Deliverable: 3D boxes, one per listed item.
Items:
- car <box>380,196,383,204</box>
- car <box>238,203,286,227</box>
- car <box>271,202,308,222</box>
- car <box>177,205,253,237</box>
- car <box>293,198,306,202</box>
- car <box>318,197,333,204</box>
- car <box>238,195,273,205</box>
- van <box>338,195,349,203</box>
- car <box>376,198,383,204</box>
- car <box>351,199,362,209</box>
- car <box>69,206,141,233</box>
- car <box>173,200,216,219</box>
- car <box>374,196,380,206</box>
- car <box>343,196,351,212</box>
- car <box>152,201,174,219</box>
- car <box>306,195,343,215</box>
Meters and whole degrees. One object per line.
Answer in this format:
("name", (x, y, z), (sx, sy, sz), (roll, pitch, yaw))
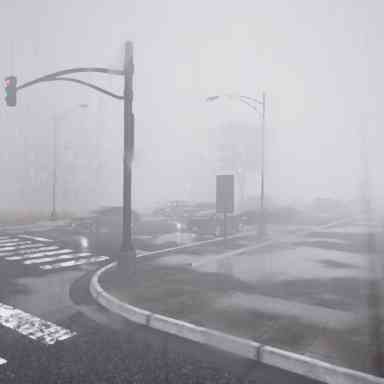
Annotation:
("car", (41.379, 1.784, 73.629), (2.192, 1.841, 5.009), (1, 0, 36))
("car", (4.695, 1.737, 23.495), (1.947, 1.339, 4.313), (1, 0, 36))
("car", (7.939, 1.779, 27.911), (1.802, 1.307, 4.206), (1, 0, 36))
("car", (1.448, 1.696, 19.077), (2.008, 1.369, 4.403), (1, 0, 36))
("car", (18.087, 1.727, 56.088), (1.752, 1.417, 4.829), (1, 0, 36))
("car", (28.049, 1.849, 69.644), (1.947, 1.339, 4.313), (1, 0, 36))
("car", (7.135, 1.358, 36.785), (2.150, 2.045, 5.566), (1, 0, 36))
("van", (37.912, 1.707, 83.063), (1.690, 1.788, 3.998), (1, 0, 36))
("car", (44.663, 2.047, 78.103), (2.008, 1.369, 4.403), (1, 0, 36))
("car", (24.942, 1.774, 51.264), (1.967, 1.590, 4.097), (1, 0, 36))
("car", (-5.108, 1.564, 20.147), (1.812, 1.442, 4.674), (1, 0, 36))
("car", (0.894, 1.591, 28.311), (1.837, 1.490, 4.892), (1, 0, 36))
("car", (34.903, 1.941, 64.820), (1.752, 1.417, 4.829), (1, 0, 36))
("car", (18.410, 1.721, 42.289), (1.967, 1.590, 4.097), (1, 0, 36))
("car", (-1.637, 1.481, 29.463), (1.967, 1.590, 4.097), (1, 0, 36))
("car", (15.151, 1.569, 37.796), (2.192, 1.841, 5.009), (1, 0, 36))
